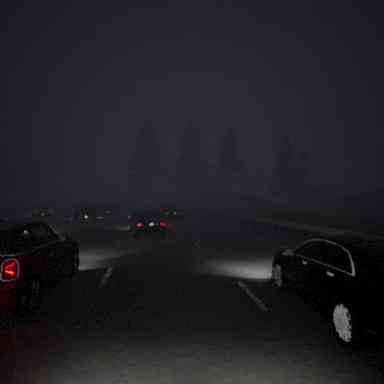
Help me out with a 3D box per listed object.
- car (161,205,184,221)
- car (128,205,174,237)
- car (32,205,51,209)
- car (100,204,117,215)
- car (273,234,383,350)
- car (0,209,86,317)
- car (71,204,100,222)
[{"bbox_3d":[-2.270,1.862,30.230,2.033,1.411,5.357,0,-1,-20],"label":"car"},{"bbox_3d":[-2.685,1.757,19.649,2.033,1.411,5.357,0,-1,-14],"label":"car"},{"bbox_3d":[-16.097,2.018,35.531,1.895,1.301,4.718,0,-1,-27],"label":"car"},{"bbox_3d":[-10.566,2.043,39.942,1.895,1.301,4.718,0,-1,-28],"label":"car"},{"bbox_3d":[3.023,1.560,6.349,1.837,1.490,4.892,0,-1,-4],"label":"car"},{"bbox_3d":[-4.135,1.446,7.753,2.097,1.767,4.553,0,-1,-6],"label":"car"},{"bbox_3d":[-9.686,1.842,29.864,1.837,1.490,4.892,0,-1,-22],"label":"car"}]
